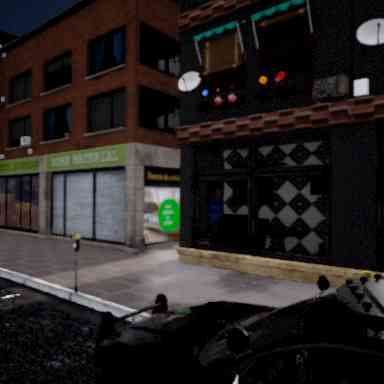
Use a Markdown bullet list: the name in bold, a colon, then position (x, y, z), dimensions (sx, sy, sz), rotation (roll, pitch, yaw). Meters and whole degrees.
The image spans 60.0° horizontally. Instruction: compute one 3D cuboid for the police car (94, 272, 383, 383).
- **police car**: position (1.247, 1.468, 2.436), dimensions (5.238, 1.638, 1.930), rotation (0, -1, 38)
